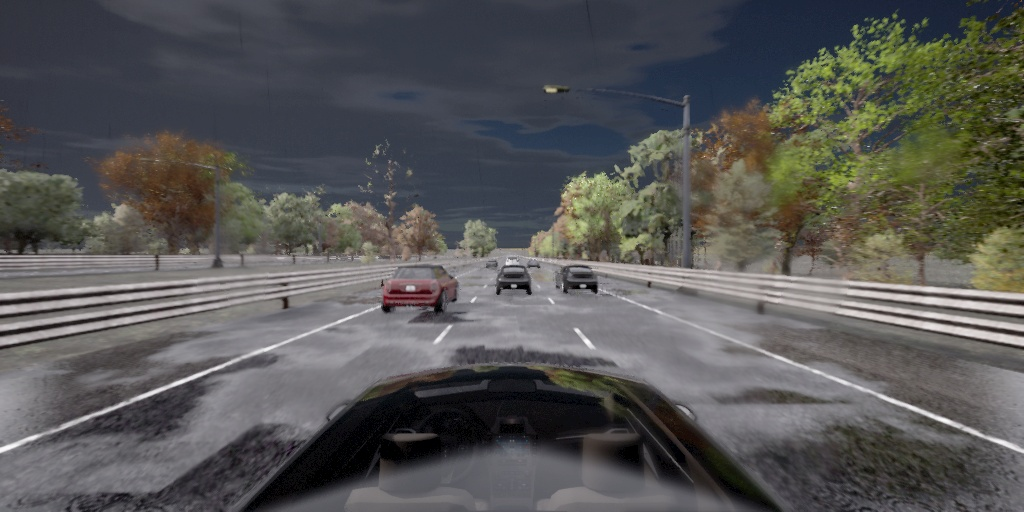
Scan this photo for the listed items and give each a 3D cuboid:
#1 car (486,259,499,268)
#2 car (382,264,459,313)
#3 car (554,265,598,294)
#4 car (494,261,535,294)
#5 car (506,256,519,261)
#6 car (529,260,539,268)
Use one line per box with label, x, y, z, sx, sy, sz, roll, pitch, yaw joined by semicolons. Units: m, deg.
car;-3.405;1.251;62.574;2.128;1.511;4.902;0;0;0
car;-3.402;1.104;14.157;2.097;1.767;4.553;0;0;0
car;3.600;1.261;20.550;1.837;1.490;4.892;0;0;0
car;0.097;1.260;20.523;1.837;1.490;4.892;0;0;0
car;0.095;0.982;61.298;2.150;2.045;5.566;0;0;0
car;3.595;1.324;61.503;1.994;1.385;4.181;0;0;0
